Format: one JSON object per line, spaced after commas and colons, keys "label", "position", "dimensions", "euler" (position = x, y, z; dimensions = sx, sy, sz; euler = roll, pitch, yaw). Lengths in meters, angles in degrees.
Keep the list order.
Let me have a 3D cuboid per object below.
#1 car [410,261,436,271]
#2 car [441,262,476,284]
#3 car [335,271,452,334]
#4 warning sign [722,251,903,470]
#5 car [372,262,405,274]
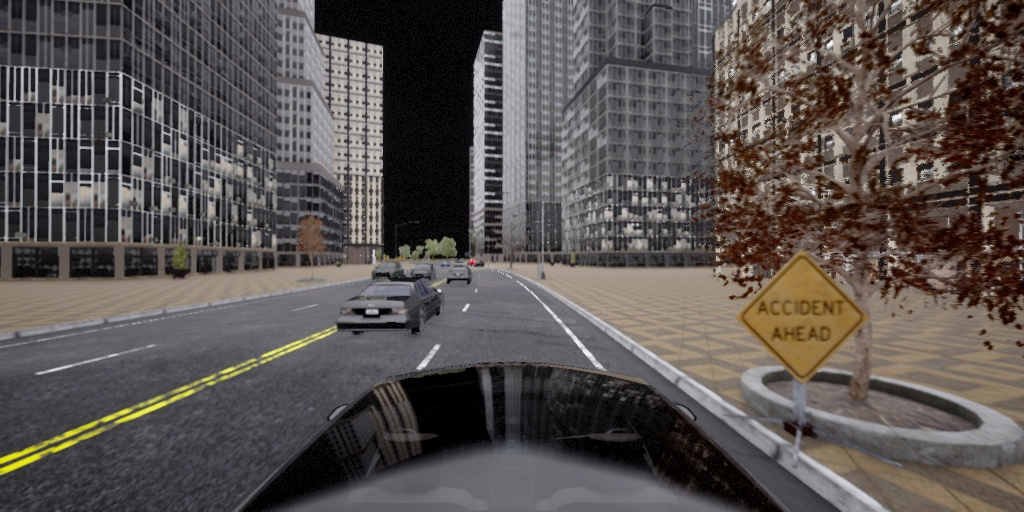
{"label": "car", "position": [-7.946, 1.460, 32.337], "dimensions": [1.837, 1.490, 4.892], "euler": [0, 0, -5]}
{"label": "car", "position": [-4.227, 1.481, 29.247], "dimensions": [2.033, 1.411, 5.357], "euler": [0, 0, -4]}
{"label": "car", "position": [-3.321, 1.359, 10.830], "dimensions": [2.033, 1.411, 5.357], "euler": [0, 0, -2]}
{"label": "warning sign", "position": [2.849, 0.877, 3.554], "dimensions": [1.300, 1.860, 1.060], "euler": [0, 0, 0]}
{"label": "car", "position": [-11.248, 1.311, 32.801], "dimensions": [2.097, 1.767, 4.553], "euler": [0, 0, -5]}
